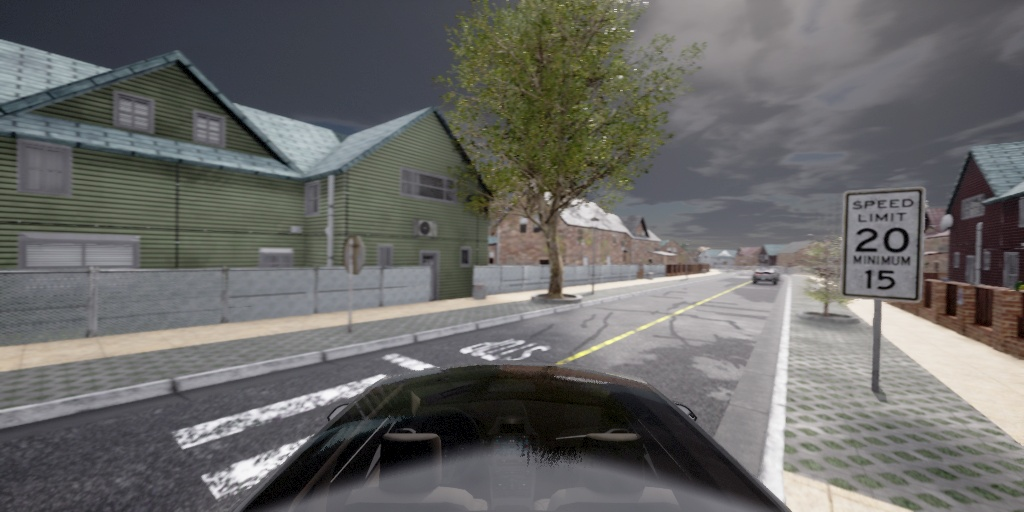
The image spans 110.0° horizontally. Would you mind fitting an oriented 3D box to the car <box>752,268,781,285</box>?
[{"bbox_3d":[24.501,1.939,34.669,2.128,1.511,4.902,2,0,38],"label":"car"}]
